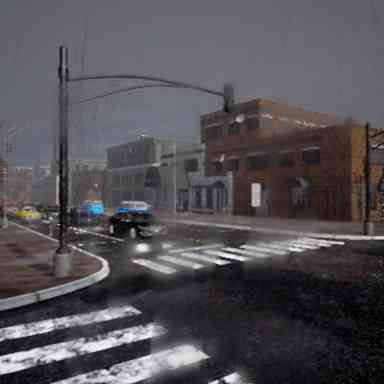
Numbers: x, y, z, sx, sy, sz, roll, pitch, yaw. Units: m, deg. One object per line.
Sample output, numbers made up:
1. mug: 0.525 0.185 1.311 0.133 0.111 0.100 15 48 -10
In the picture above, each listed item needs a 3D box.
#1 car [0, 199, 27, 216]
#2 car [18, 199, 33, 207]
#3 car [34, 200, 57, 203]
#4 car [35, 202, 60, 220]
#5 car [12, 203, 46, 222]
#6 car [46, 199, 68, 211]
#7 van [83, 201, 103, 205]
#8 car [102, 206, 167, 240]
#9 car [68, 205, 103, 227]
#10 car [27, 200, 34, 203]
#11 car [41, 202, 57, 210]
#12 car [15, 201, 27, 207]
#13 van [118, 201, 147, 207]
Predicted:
1. car: -22.619 2.032 41.461 2.192 1.841 5.009 -1 0 -36
2. car: -39.225 2.576 78.338 2.192 1.841 5.009 -1 0 -36
3. car: -21.938 2.288 50.310 1.882 1.535 5.008 0 -1 -36
4. car: -15.027 2.095 35.444 1.837 1.490 4.892 0 -1 -36
5. car: -15.837 2.085 32.184 1.752 1.417 4.829 -1 0 -36
6. car: -22.531 2.188 55.490 2.192 1.841 5.009 -1 0 -36
7. van: -12.514 1.982 41.779 1.690 1.788 3.998 -1 0 -36
8. car: -3.264 1.823 19.323 1.837 1.490 4.892 0 -1 -36
9. car: -9.092 2.017 27.320 1.994 1.385 4.181 0 -1 -35
10. car: -28.084 2.517 58.725 1.994 1.385 4.181 0 -1 -36
11. car: -25.864 2.532 60.058 1.802 1.307 4.206 -1 0 -36
12. car: -42.559 2.890 82.907 2.008 1.369 4.403 -1 0 -36
13. van: -5.837 1.828 32.641 1.690 1.788 3.998 -1 0 -36
